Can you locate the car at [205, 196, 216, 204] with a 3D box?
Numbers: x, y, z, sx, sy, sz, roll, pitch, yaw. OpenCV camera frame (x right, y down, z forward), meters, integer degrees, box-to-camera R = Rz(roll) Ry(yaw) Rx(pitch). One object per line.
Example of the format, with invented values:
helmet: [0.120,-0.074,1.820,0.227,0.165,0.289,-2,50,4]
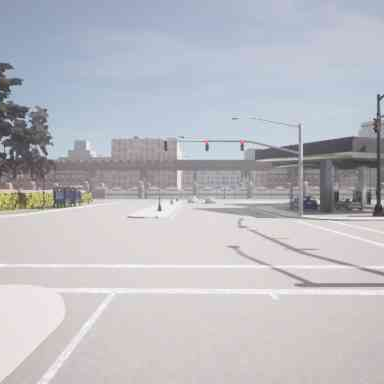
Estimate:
car: [3.554,1.525,64.319,1.812,1.442,4.674,0,0,0]

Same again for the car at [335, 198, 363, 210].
car: [18.989,1.456,40.393,1.970,1.475,3.806,0,0,0]

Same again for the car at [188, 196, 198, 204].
car: [0.160,1.525,66.102,1.812,1.442,4.674,0,0,0]

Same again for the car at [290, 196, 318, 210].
car: [13.244,1.295,39.635,2.242,1.667,4.611,0,0,0]
